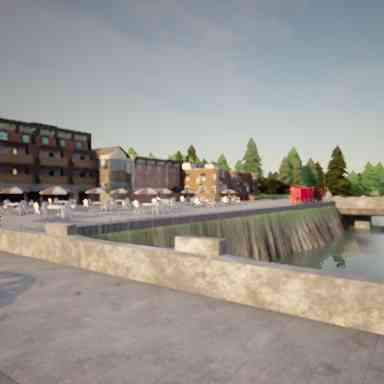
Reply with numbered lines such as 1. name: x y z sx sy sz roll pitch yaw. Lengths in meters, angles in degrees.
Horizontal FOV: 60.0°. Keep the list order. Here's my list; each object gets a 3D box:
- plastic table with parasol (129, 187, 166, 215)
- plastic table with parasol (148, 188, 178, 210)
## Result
1. plastic table with parasol: -4.248 0.818 31.868 2.482 2.480 2.482 0 0 36
2. plastic table with parasol: -3.458 0.800 39.553 2.482 2.480 2.482 0 0 36
